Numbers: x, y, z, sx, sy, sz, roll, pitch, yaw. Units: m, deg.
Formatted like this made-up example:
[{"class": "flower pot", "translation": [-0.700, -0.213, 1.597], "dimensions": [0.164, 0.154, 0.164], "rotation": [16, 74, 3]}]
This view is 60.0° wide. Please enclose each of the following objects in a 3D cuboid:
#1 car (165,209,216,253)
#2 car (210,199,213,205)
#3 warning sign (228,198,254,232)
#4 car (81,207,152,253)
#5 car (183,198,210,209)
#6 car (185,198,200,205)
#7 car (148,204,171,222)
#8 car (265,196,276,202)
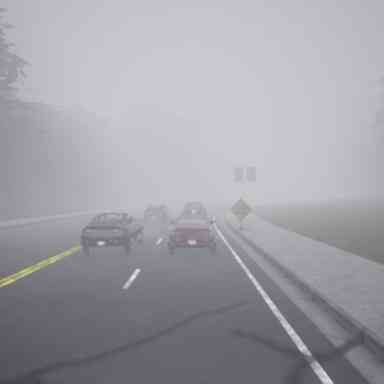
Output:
[{"class": "car", "translation": [0.015, 1.673, 14.382], "dimensions": [1.812, 1.442, 4.674], "rotation": [0, 0, 0]}, {"class": "car", "translation": [3.174, 2.081, 72.334], "dimensions": [1.882, 1.535, 5.008], "rotation": [-1, 0, 20]}, {"class": "warning sign", "translation": [2.841, 1.313, 19.287], "dimensions": [1.300, 1.860, 1.060], "rotation": [-1, -2, 0]}, {"class": "car", "translation": [-3.236, 1.639, 14.300], "dimensions": [2.128, 1.511, 4.902], "rotation": [0, 0, 0]}, {"class": "car", "translation": [0.256, 1.633, 28.799], "dimensions": [2.097, 1.767, 4.553], "rotation": [0, -1, 4]}, {"class": "car", "translation": [0.203, 2.169, 73.688], "dimensions": [1.812, 1.442, 4.674], "rotation": [-1, 0, 20]}, {"class": "car", "translation": [-2.969, 1.784, 29.199], "dimensions": [2.128, 1.511, 4.902], "rotation": [0, 0, 4]}, {"class": "car", "translation": [21.635, 1.957, 91.964], "dimensions": [1.837, 1.490, 4.892], "rotation": [-1, 0, 33]}]
